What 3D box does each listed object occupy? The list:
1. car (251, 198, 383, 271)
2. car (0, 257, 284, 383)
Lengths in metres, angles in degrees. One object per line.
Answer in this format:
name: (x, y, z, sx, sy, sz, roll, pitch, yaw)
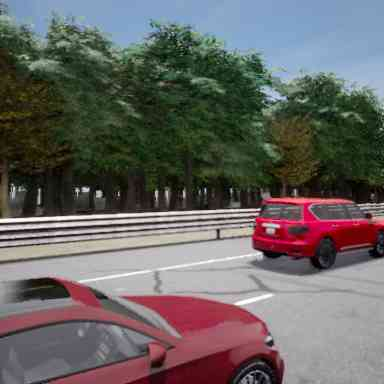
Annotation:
car: (4.471, 1.223, 11.240, 5.566, 2.045, 2.150, 0, 0, -36)
car: (-1.232, 1.526, 2.868, 4.674, 1.442, 1.812, 0, 0, -36)
